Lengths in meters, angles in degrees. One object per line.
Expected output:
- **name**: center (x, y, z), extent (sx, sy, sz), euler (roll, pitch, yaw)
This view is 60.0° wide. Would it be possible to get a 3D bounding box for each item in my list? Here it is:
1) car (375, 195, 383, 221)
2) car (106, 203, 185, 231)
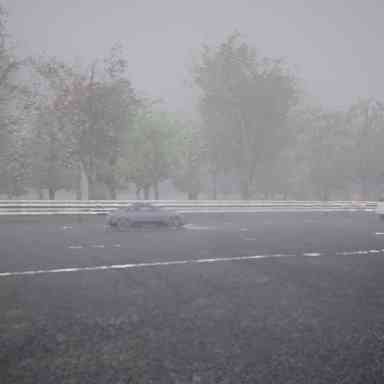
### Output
- **car**: center (16.791, 1.232, 25.735), extent (5.566, 2.045, 2.150), euler (1, 0, -22)
- **car**: center (-2.497, 1.315, 18.093), extent (4.181, 1.385, 1.994), euler (1, 0, -22)
